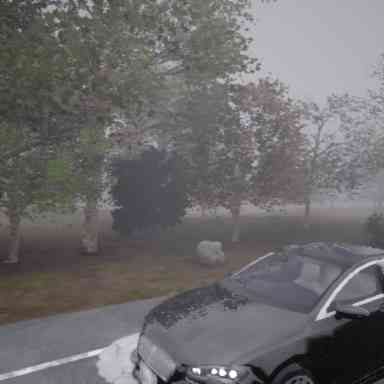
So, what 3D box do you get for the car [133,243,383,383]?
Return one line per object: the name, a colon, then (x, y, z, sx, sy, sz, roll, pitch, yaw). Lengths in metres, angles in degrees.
car: (1.687, 1.498, 4.398, 4.902, 1.511, 2.128, 0, 0, -31)
